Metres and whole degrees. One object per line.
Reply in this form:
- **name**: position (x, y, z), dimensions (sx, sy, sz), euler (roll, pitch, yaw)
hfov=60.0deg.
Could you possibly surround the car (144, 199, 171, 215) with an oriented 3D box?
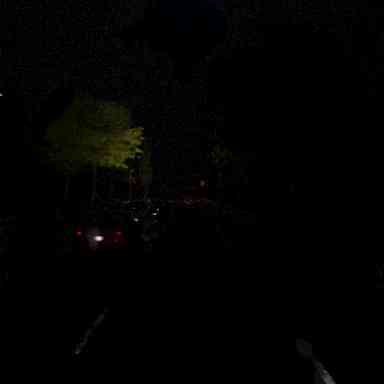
- **car**: position (-3.141, 1.425, 33.128), dimensions (2.128, 1.511, 4.902), euler (0, 0, 0)

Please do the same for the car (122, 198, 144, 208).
- **car**: position (-6.585, 1.478, 40.383), dimensions (2.033, 1.411, 5.357), euler (0, 0, 0)

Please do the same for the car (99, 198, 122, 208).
- **car**: position (-9.835, 1.479, 40.796), dimensions (2.033, 1.411, 5.357), euler (0, 0, 0)

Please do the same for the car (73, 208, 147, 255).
- **car**: position (-3.146, 1.530, 13.193), dimensions (1.994, 1.385, 4.181), euler (0, 0, 0)

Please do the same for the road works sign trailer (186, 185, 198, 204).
- **road works sign trailer**: position (0.017, 0.419, 61.992), dimensions (2.380, 3.560, 2.880), euler (0, 0, 0)
